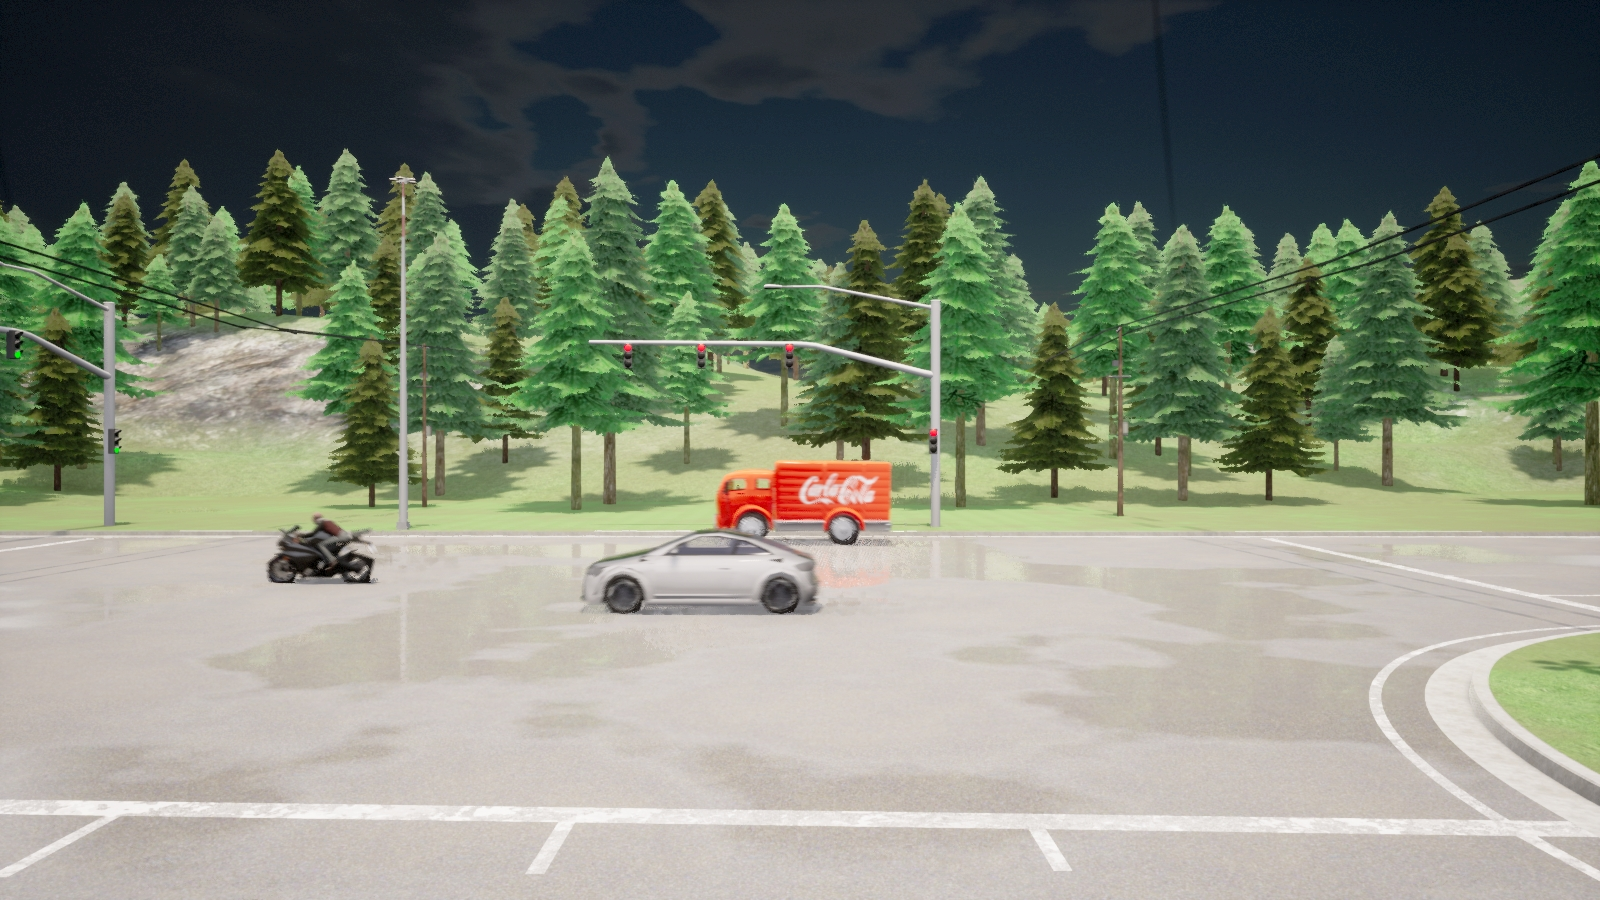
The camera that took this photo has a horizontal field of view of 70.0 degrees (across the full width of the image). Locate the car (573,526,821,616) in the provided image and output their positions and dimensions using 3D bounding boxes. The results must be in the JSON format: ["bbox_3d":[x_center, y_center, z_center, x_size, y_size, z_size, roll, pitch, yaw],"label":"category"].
[{"bbox_3d":[-1.722,2.105,20.243,4.181,1.385,1.994,0,0,0],"label":"car"}]

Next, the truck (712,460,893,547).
[{"bbox_3d":[0.069,1.547,34.232,5.204,2.467,2.627,0,0,0],"label":"truck"}]

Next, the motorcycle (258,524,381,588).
[{"bbox_3d":[-9.983,2.189,23.793,2.209,1.251,0.867,0,0,0],"label":"motorcycle"}]
